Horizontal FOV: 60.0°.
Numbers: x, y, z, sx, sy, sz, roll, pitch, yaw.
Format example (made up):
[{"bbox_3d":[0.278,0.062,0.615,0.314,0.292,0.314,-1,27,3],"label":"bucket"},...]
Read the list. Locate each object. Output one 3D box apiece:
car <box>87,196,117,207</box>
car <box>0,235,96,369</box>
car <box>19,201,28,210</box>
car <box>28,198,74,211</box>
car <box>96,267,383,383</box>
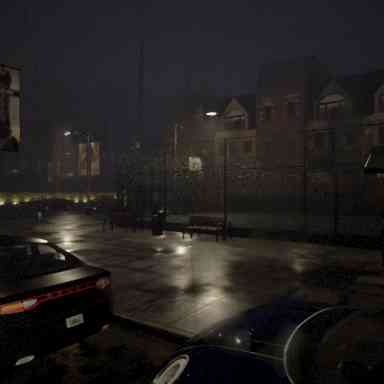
[{"bbox_3d":[-13.589,1.344,50.544,2.097,1.767,4.553,0,0,35],"label":"car"},{"bbox_3d":[-3.500,1.479,5.633,5.008,1.535,2.097,0,0,35],"label":"car"},{"bbox_3d":[-19.406,1.483,42.271,2.128,1.511,4.902,0,0,35],"label":"car"},{"bbox_3d":[-16.619,1.497,40.149,1.837,1.490,4.892,0,0,35],"label":"car"},{"bbox_3d":[1.810,1.354,2.012,4.553,1.767,2.185,0,0,35],"label":"car"}]
